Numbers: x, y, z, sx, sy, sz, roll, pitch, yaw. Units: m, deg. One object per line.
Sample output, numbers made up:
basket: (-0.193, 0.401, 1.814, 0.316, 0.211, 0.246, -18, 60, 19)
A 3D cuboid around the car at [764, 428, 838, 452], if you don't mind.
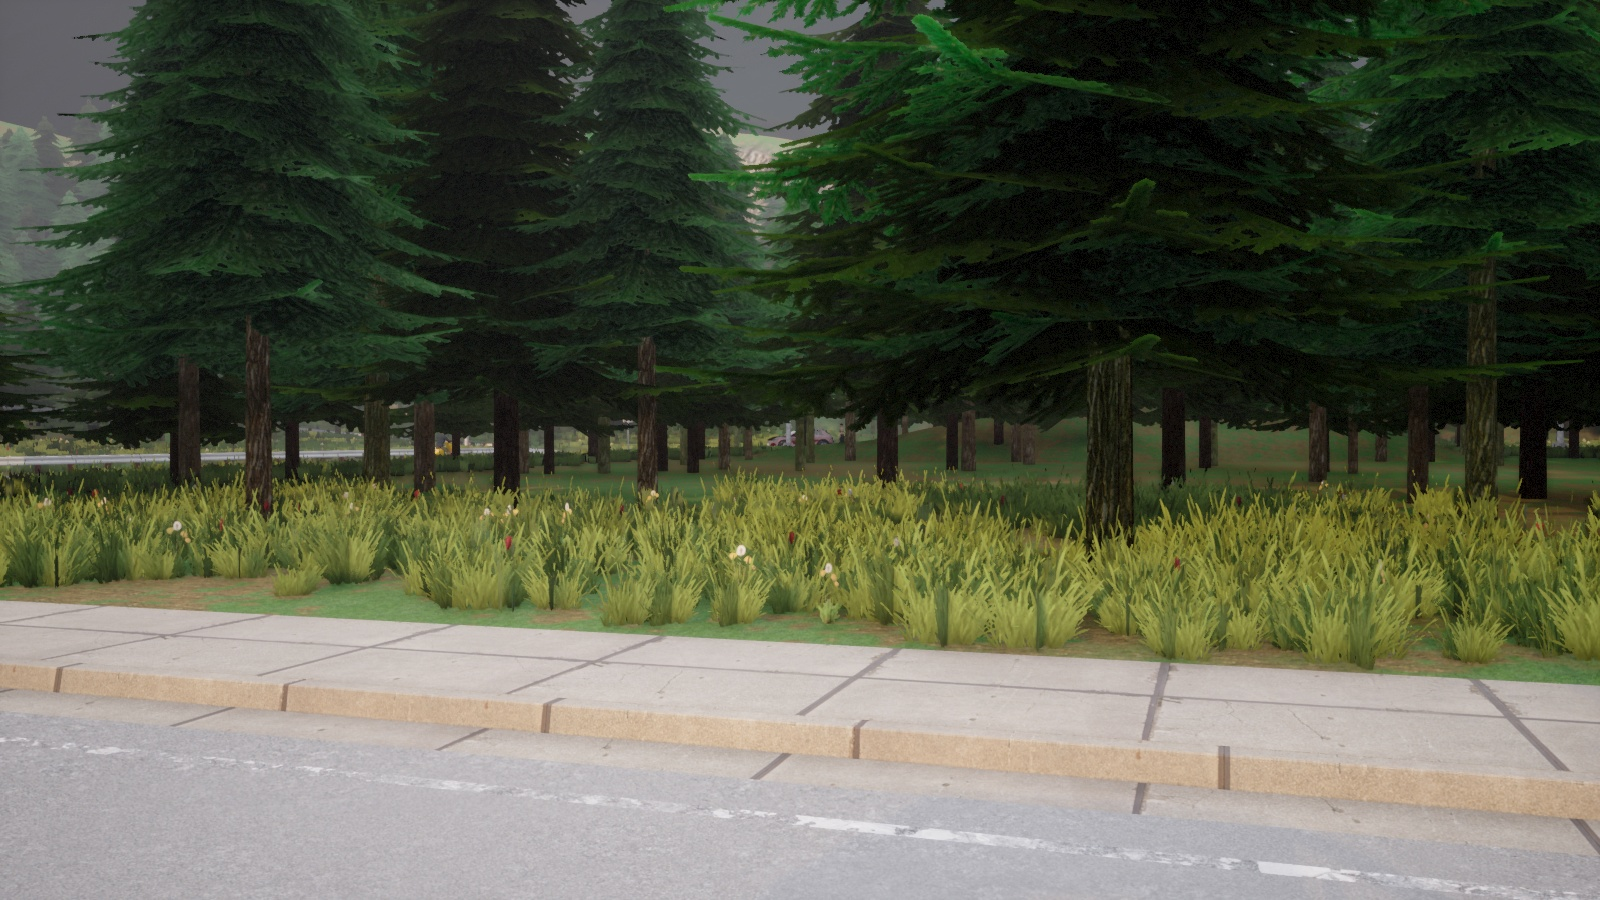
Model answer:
car: (0.050, -0.695, 88.990, 4.856, 1.649, 2.033, 0, 1, -19)
